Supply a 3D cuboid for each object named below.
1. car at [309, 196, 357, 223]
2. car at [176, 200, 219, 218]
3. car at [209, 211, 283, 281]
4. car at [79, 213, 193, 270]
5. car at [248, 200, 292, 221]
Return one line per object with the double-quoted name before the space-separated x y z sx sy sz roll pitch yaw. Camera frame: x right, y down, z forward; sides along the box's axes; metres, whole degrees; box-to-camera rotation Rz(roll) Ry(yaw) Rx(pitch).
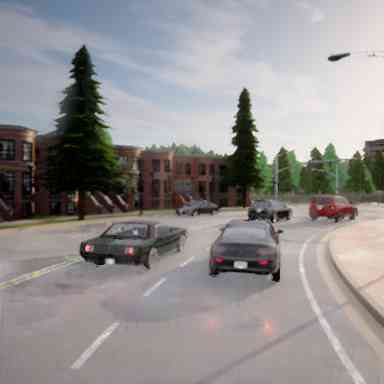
"car" 11.433 1.312 26.883 2.150 2.045 5.566 0 0 44
"car" 0.560 1.509 30.738 2.128 1.511 4.902 0 0 39
"car" 1.727 1.540 9.996 1.812 1.442 4.674 0 0 15
"car" -1.616 1.588 11.126 1.895 1.301 4.718 0 0 15
"car" 6.165 1.401 25.980 2.097 1.767 4.553 0 0 37
